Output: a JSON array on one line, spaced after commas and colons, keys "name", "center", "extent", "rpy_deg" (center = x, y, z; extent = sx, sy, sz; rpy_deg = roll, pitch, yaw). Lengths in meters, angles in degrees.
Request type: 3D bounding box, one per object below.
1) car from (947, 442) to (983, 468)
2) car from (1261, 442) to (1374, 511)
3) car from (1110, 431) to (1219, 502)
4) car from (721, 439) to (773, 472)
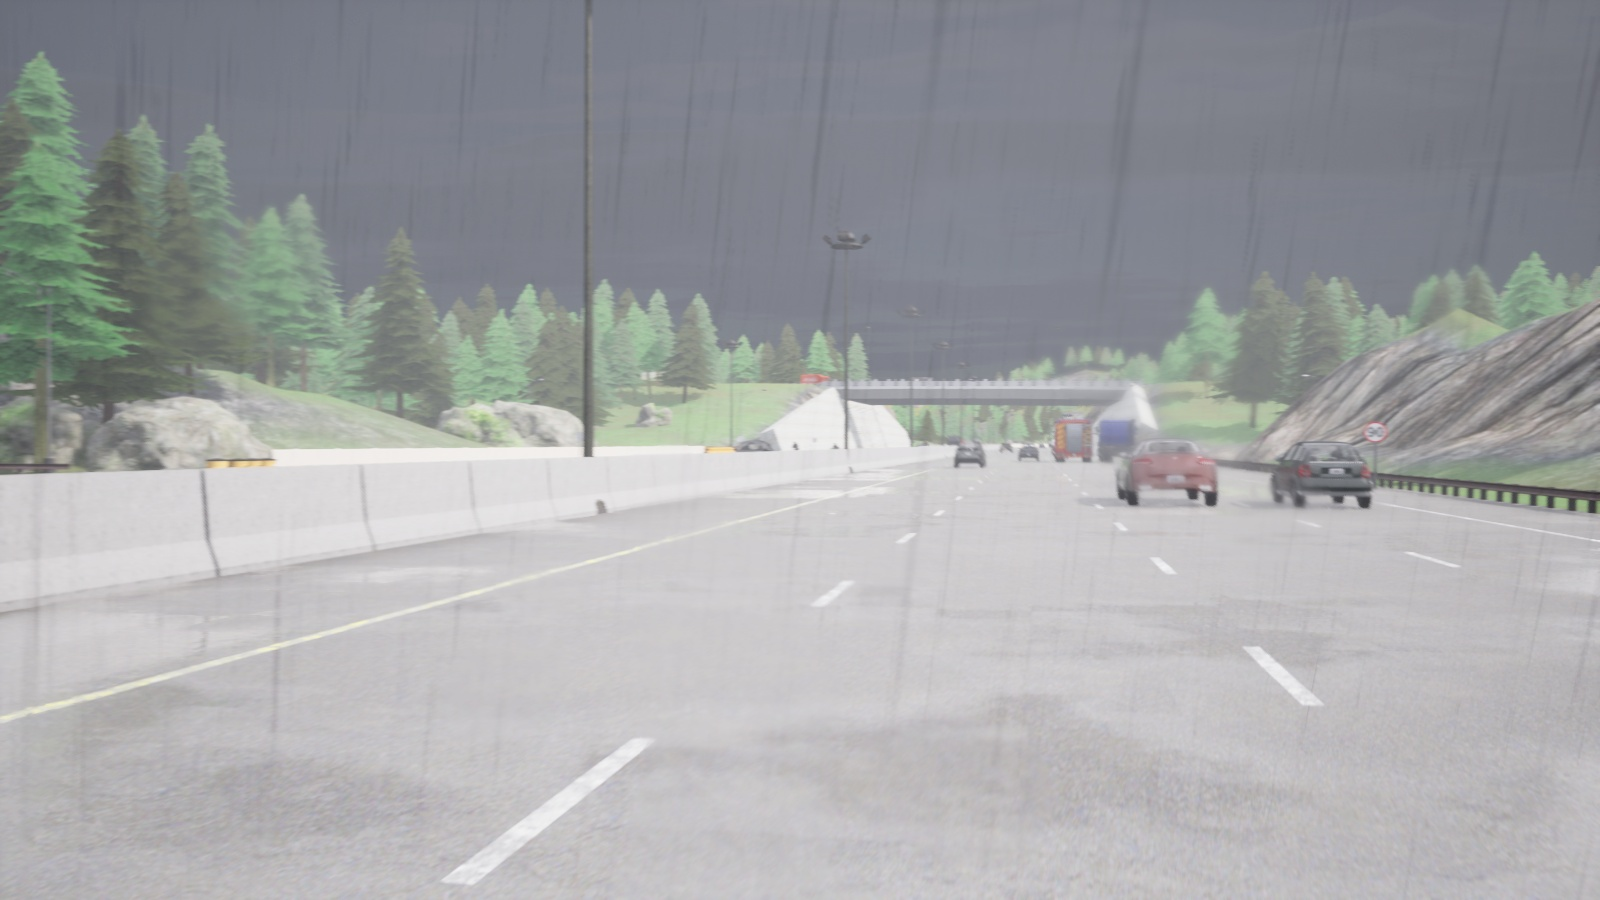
[{"name": "car", "center": [10.150, 0.287, 77.106], "extent": [2.007, 1.525, 4.514], "rpy_deg": [0, 0, 10]}, {"name": "car", "center": [12.409, 0.591, 30.329], "extent": [1.789, 1.549, 3.705], "rpy_deg": [0, 0, 10]}, {"name": "car", "center": [9.123, 0.373, 31.824], "extent": [2.152, 1.651, 5.027], "rpy_deg": [0, 0, 10]}, {"name": "car", "center": [-2.707, 0.267, 64.929], "extent": [1.851, 1.617, 3.988], "rpy_deg": [0, 0, 10]}]
